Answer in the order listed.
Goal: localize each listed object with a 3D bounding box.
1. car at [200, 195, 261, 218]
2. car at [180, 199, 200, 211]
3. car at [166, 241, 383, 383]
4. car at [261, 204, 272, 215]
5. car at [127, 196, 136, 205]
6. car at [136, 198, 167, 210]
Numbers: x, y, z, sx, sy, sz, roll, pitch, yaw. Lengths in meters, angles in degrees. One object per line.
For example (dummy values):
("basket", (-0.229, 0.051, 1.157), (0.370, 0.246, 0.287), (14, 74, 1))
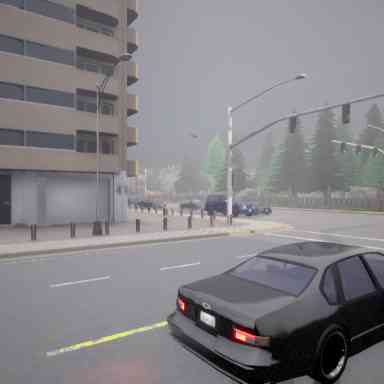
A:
("car", (3.506, 1.277, 31.640), (2.150, 2.045, 5.566), (0, 0, -36))
("car", (0.191, 1.581, 42.251), (1.812, 1.442, 4.674), (0, 0, -36))
("car", (2.238, 1.547, 5.377), (5.357, 1.411, 2.033), (0, 0, -35))
("car", (6.127, 1.619, 33.990), (1.994, 1.385, 4.181), (0, 0, -36))
("car", (-10.456, 1.407, 57.089), (2.097, 1.767, 4.553), (0, 0, -35))
("car", (-5.137, 1.559, 43.644), (1.837, 1.490, 4.892), (0, 0, -36))
